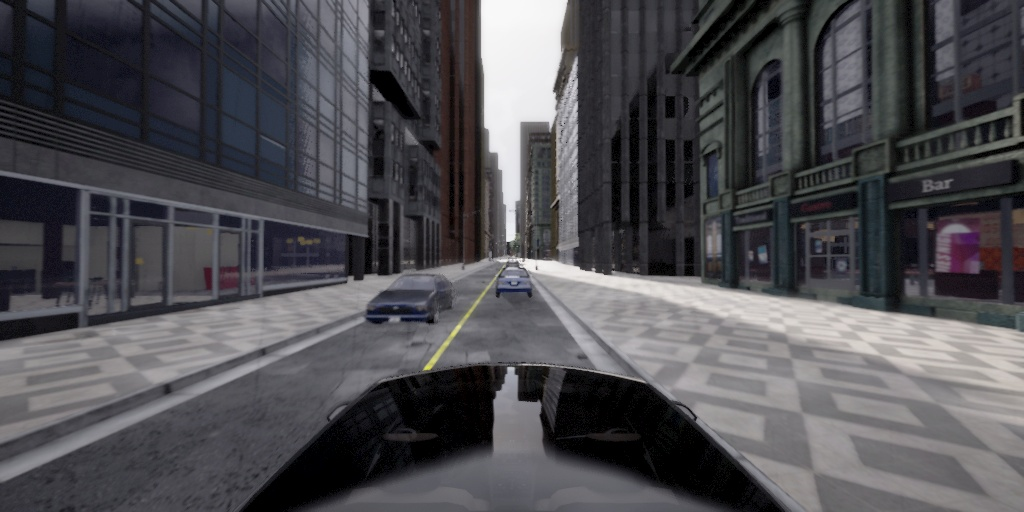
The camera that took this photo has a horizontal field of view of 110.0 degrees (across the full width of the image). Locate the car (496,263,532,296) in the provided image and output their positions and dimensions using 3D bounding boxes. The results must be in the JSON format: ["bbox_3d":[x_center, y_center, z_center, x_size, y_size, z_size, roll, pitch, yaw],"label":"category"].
[{"bbox_3d":[0.102,1.296,19.170,2.033,1.411,5.357,0,0,0],"label":"car"}]

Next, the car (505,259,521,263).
[{"bbox_3d":[0.103,1.207,48.375,2.128,1.511,4.902,0,0,0],"label":"car"}]

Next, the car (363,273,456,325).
[{"bbox_3d":[-3.093,1.298,12.117,2.033,1.411,5.357,0,0,0],"label":"car"}]
